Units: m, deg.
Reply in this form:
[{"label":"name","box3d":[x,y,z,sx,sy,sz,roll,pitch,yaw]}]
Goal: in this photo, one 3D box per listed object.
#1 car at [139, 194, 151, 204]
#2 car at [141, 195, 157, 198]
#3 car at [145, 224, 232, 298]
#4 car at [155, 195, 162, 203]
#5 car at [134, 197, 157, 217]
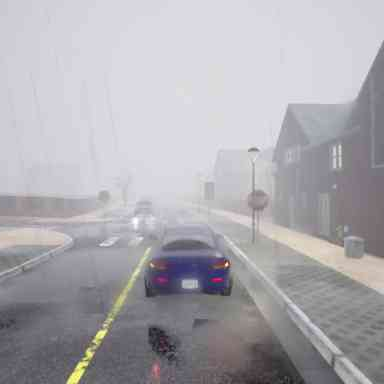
[{"label":"car","box3d":[-9.225,1.355,65.060,2.097,1.767,4.553,0,0,-11]},{"label":"car","box3d":[-5.968,1.533,44.466,1.812,1.442,4.674,0,0,-7]},{"label":"car","box3d":[-0.133,1.528,8.434,1.812,1.442,4.674,0,0,-2]},{"label":"car","box3d":[-7.574,1.365,70.906,2.097,1.767,4.553,0,0,-12]},{"label":"car","box3d":[-4.535,1.533,31.893,1.812,1.442,4.674,0,0,-6]}]
